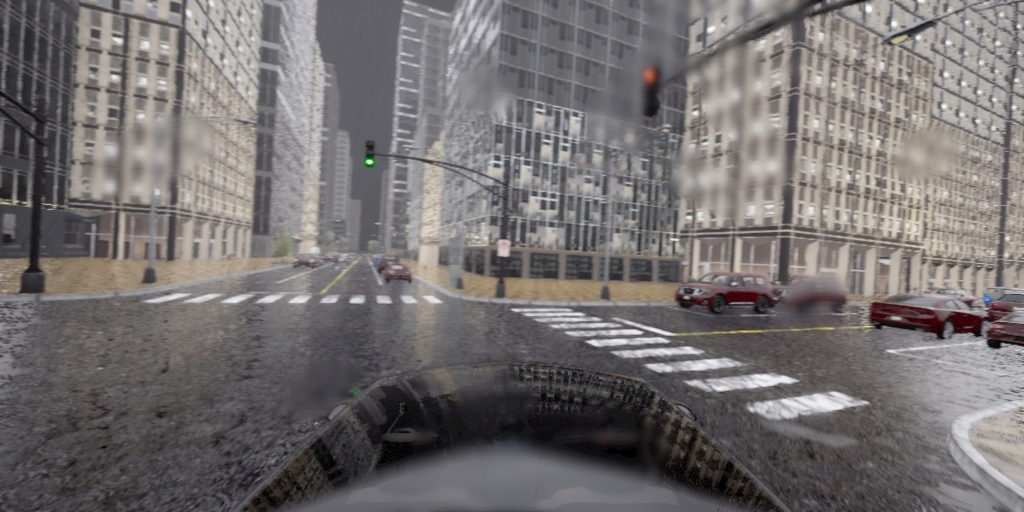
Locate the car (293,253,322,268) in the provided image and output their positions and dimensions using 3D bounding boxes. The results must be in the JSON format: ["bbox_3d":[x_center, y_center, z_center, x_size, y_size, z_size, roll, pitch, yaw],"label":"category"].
[{"bbox_3d":[-21.531,0.444,37.529,1.967,1.591,4.097,0,0,-22],"label":"car"}]

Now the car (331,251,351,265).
[{"bbox_3d":[-25.032,0.466,53.031,2.128,1.511,4.902,3,-1,-22],"label":"car"}]

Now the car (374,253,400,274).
[{"bbox_3d":[-12.181,0.777,35.401,2.192,1.841,5.009,0,0,-22],"label":"car"}]

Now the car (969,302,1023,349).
[{"bbox_3d":[16.674,2.371,11.191,4.207,1.307,1.802,0,0,-22],"label":"car"}]

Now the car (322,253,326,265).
[{"bbox_3d":[-23.614,0.529,42.646,1.802,1.307,4.207,0,0,-22],"label":"car"}]

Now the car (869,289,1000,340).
[{"bbox_3d":[16.153,2.229,13.868,5.008,1.535,1.882,3,0,-22],"label":"car"}]

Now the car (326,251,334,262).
[{"bbox_3d":[-29.860,0.215,57.996,1.967,1.591,4.097,0,0,-22],"label":"car"}]

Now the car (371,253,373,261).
[{"bbox_3d":[-20.499,0.676,55.873,1.967,1.591,4.097,0,0,-22],"label":"car"}]

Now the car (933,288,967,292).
[{"bbox_3d":[31.266,3.031,25.902,4.097,1.591,1.967,0,0,-22],"label":"car"}]

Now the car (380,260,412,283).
[{"bbox_3d":[-8.035,1.155,25.160,1.802,1.307,4.207,0,0,-22],"label":"car"}]

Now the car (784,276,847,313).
[{"bbox_3d":[16.118,2.046,19.758,5.009,1.841,2.192,0,0,-22],"label":"car"}]

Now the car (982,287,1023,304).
[{"bbox_3d":[26.352,2.680,18.050,4.553,1.767,2.097,3,0,-22],"label":"car"}]

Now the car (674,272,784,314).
[{"bbox_3d":[10.269,1.714,17.358,5.009,1.841,2.192,0,0,-22],"label":"car"}]
